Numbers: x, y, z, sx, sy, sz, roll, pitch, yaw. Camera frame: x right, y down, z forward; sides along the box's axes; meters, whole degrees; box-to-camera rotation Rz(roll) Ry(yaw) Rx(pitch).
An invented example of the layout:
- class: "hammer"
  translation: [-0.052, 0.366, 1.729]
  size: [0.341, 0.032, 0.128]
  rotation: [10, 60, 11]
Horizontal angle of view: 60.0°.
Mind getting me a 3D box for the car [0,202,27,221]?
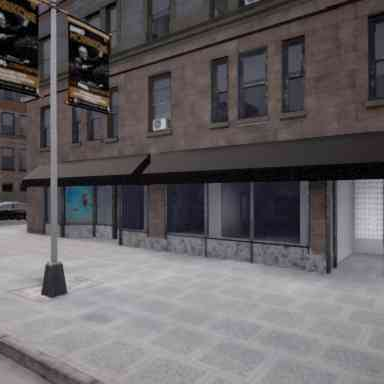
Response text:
- class: "car"
  translation: [-14.158, 1.542, 25.258]
  size: [1.837, 1.490, 4.892]
  rotation: [0, 0, 37]
